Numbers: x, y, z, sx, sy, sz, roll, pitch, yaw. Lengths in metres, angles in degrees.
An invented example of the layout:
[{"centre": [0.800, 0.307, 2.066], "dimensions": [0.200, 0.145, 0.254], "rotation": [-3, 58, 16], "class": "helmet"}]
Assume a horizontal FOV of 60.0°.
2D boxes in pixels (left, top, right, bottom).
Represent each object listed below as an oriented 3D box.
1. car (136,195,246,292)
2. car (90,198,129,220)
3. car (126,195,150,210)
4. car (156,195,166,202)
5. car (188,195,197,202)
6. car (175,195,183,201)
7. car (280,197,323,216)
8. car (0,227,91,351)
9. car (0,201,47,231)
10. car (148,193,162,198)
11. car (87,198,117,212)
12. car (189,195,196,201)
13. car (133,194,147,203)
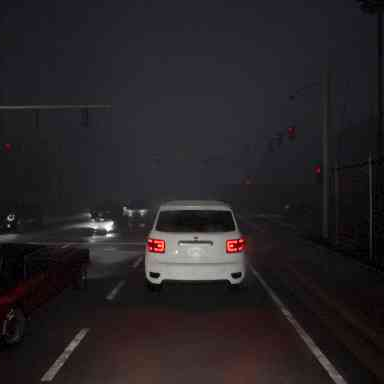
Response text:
[{"centre": [0.087, 1.221, 9.072], "dimensions": [2.150, 2.045, 5.566], "rotation": [0, 0, 0], "class": "car"}, {"centre": [-7.057, 1.521, 28.138], "dimensions": [2.128, 1.511, 4.902], "rotation": [0, 0, 0], "class": "car"}, {"centre": [-7.030, 1.526, 43.687], "dimensions": [1.812, 1.442, 4.674], "rotation": [0, 0, 0], "class": "car"}, {"centre": [-6.882, 1.495, 74.845], "dimensions": [1.837, 1.490, 4.892], "rotation": [0, 0, 0], "class": "car"}, {"centre": [0.125, 1.523, 75.725], "dimensions": [2.128, 1.511, 4.902], "rotation": [0, 0, 0], "class": "car"}, {"centre": [-3.364, 1.540, 86.011], "dimensions": [2.033, 1.411, 5.357], "rotation": [0, 0, 0], "class": "car"}, {"centre": [11.002, 1.407, 32.657], "dimensions": [4.553, 1.767, 2.097], "rotation": [0, 0, 0], "class": "car"}, {"centre": [-3.433, 1.601, 6.147], "dimensions": [1.895, 1.301, 4.718], "rotation": [0, 0, 1], "class": "car"}, {"centre": [-10.571, 1.378, 19.883], "dimensions": [2.097, 1.767, 4.553], "rotation": [0, 0, 0], "class": "car"}, {"centre": [-6.987, 1.220, 59.159], "dimensions": [2.150, 2.045, 5.566], "rotation": [0, 0, 0], "class": "car"}, {"centre": [-10.538, 1.501, 39.333], "dimensions": [2.128, 1.511, 4.902], "rotation": [0, 0, 0], "class": "car"}, {"centre": [0.136, 1.524, 86.128], "dimensions": [1.812, 1.442, 4.674], "rotation": [0, 0, 0], "class": "car"}, {"centre": [-10.408, 1.352, 67.091], "dimensions": [2.097, 1.767, 4.553], "rotation": [0, 0, 0], "class": "car"}]
